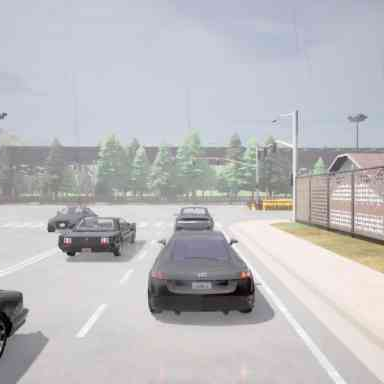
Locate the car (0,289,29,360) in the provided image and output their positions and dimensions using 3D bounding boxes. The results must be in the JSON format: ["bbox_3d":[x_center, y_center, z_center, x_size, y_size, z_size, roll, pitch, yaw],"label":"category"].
[{"bbox_3d":[-3.399,1.547,2.579,2.033,1.411,5.357,0,0,0],"label":"car"}]

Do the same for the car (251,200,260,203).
[{"bbox_3d":[11.752,1.601,52.362,4.718,1.301,1.895,0,0,-2],"label":"car"}]

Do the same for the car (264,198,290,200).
[{"bbox_3d":[12.289,1.601,45.343,4.718,1.301,1.895,0,0,-3],"label":"car"}]

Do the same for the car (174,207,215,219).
[{"bbox_3d":[0.119,1.492,16.556,2.128,1.511,4.902,0,0,1],"label":"car"}]

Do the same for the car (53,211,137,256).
[{"bbox_3d":[-3.398,1.601,12.973,1.895,1.301,4.718,0,0,0],"label":"car"}]

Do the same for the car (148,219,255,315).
[{"bbox_3d":[0.147,1.564,7.653,1.994,1.385,4.181,0,0,-1],"label":"car"}]

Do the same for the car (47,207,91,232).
[{"bbox_3d":[-6.997,1.602,19.911,1.994,1.385,4.181,0,0,0],"label":"car"}]
